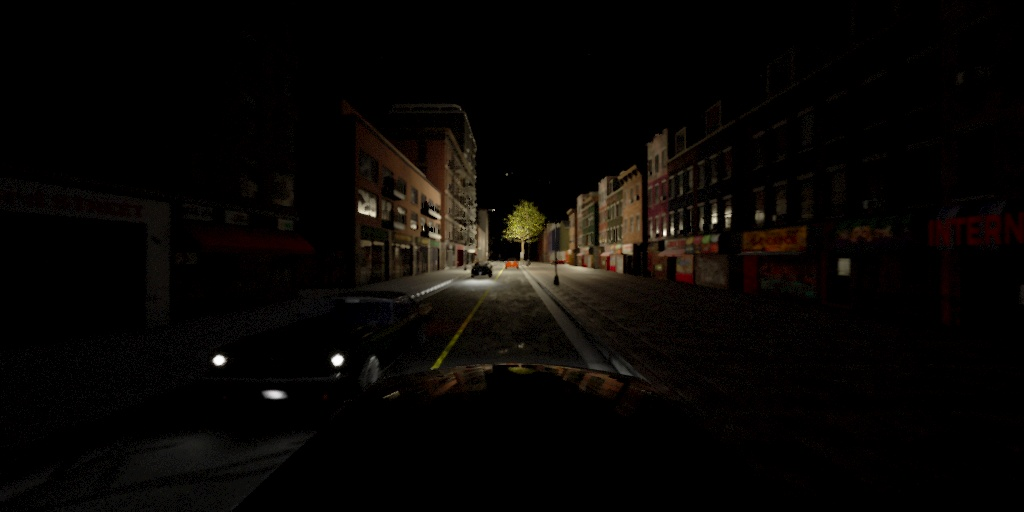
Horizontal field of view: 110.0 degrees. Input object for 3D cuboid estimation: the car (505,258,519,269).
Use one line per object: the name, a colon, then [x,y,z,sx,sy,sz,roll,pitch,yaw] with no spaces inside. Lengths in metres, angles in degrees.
car: [-0.010,1.107,55.263,2.097,1.767,4.553,0,0,0]

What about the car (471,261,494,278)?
car: [-2.760,1.245,33.841,2.128,1.511,4.902,0,0,0]

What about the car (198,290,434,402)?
car: [-2.839,1.351,6.498,1.895,1.301,4.718,0,0,0]
